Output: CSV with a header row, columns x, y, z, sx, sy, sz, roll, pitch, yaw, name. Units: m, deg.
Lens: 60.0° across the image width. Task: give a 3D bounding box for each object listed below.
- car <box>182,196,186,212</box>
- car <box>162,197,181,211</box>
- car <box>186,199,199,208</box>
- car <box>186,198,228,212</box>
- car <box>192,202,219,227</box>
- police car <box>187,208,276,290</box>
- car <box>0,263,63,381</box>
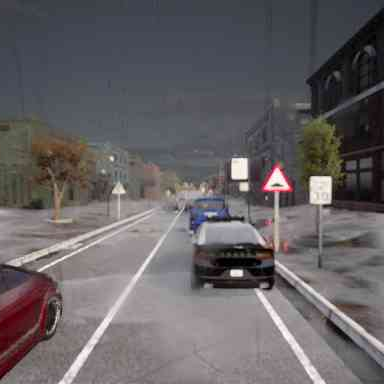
x,y,z,sx,sy,sz,roll,pitch,yaw,name
0.094,1.717,45.432,2.097,1.767,4.553,0,0,1,car
-3.027,1.724,46.423,2.097,1.767,4.553,0,0,0,car
0.086,1.992,57.833,2.033,1.411,5.357,0,0,0,car
0.927,1.361,19.271,2.150,2.045,5.566,0,-1,0,car
0.936,1.650,25.430,1.801,1.575,5.366,0,-1,0,car
0.912,1.469,9.349,1.930,1.638,5.238,0,-1,0,police car
-3.095,1.569,3.762,1.994,1.385,4.181,0,0,0,car
